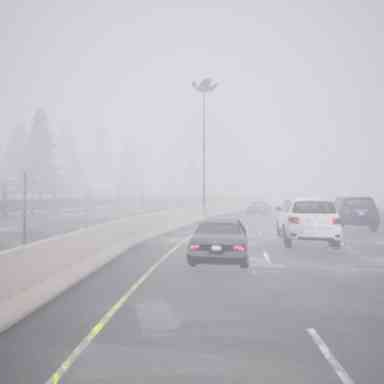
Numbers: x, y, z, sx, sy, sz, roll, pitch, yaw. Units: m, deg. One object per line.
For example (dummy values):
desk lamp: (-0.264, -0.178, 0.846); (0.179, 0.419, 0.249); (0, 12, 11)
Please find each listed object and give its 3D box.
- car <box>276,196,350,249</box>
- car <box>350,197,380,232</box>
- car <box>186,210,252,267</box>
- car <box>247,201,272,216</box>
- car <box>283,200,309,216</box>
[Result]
car: (5.139, 1.262, 15.168); (2.150, 2.045, 5.566); (0, 0, 10)
car: (9.954, 1.290, 20.867); (2.150, 2.045, 5.566); (0, 0, 14)
car: (1.001, 1.565, 11.487); (2.033, 1.411, 5.357); (0, 0, 8)
car: (6.913, 1.617, 34.106); (2.033, 1.411, 5.357); (0, 0, 22)
car: (11.035, 1.636, 34.938); (2.033, 1.411, 5.357); (0, 0, 23)
